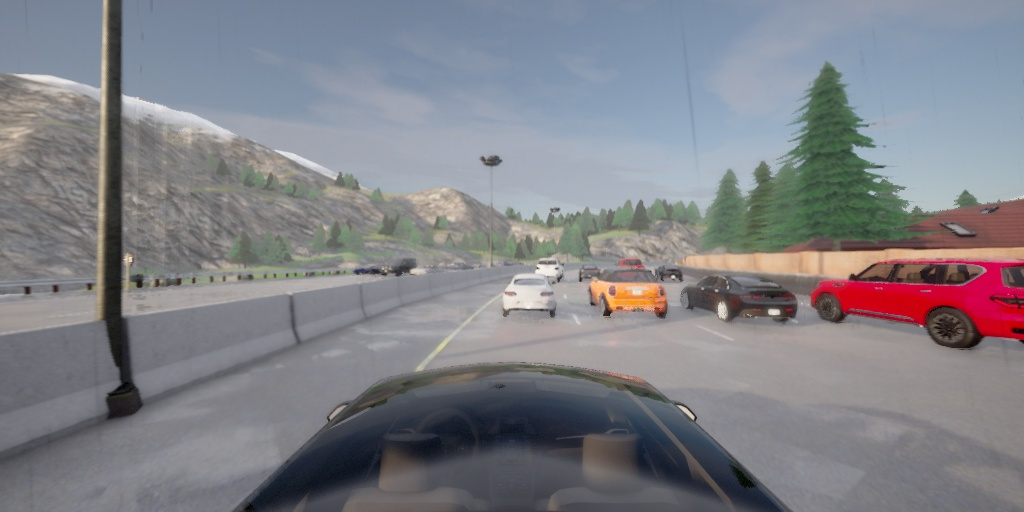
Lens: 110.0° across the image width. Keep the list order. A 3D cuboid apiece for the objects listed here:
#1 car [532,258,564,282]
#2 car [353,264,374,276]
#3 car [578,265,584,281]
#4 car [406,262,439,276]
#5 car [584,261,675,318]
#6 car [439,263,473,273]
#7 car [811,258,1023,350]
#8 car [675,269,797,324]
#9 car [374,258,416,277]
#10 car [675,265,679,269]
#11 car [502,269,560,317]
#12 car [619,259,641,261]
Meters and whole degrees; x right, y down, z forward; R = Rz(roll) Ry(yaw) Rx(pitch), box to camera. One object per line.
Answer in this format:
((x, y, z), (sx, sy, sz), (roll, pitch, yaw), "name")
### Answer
((3.526, 1.242, 33.008), (2.150, 2.045, 5.566), (0, -1, 12), "car")
((-16.223, 1.640, 41.684), (1.895, 1.301, 4.718), (0, 0, 14), "car")
((7.224, 1.525, 33.438), (2.128, 1.511, 4.902), (0, -1, 12), "car")
((-9.436, 1.644, 39.960), (1.895, 1.301, 4.718), (0, 0, 14), "car")
((4.226, 1.213, 13.738), (2.097, 1.767, 4.553), (0, -1, 4), "car")
((-5.819, 1.544, 39.959), (2.128, 1.511, 4.902), (0, 0, 14), "car")
((10.893, 1.068, 9.498), (2.150, 2.045, 5.566), (0, 0, 3), "car")
((7.632, 1.366, 12.597), (1.837, 1.490, 4.892), (0, 0, 4), "car")
((-12.805, 1.262, 40.933), (2.150, 2.045, 5.566), (0, 0, 14), "car")
((14.281, 1.553, 32.925), (1.837, 1.490, 4.892), (0, -1, 13), "car")
((0.699, 1.377, 13.668), (1.812, 1.442, 4.674), (0, 0, 4), "car")
((10.545, 1.255, 32.368), (2.150, 2.045, 5.566), (0, -1, 12), "car")
